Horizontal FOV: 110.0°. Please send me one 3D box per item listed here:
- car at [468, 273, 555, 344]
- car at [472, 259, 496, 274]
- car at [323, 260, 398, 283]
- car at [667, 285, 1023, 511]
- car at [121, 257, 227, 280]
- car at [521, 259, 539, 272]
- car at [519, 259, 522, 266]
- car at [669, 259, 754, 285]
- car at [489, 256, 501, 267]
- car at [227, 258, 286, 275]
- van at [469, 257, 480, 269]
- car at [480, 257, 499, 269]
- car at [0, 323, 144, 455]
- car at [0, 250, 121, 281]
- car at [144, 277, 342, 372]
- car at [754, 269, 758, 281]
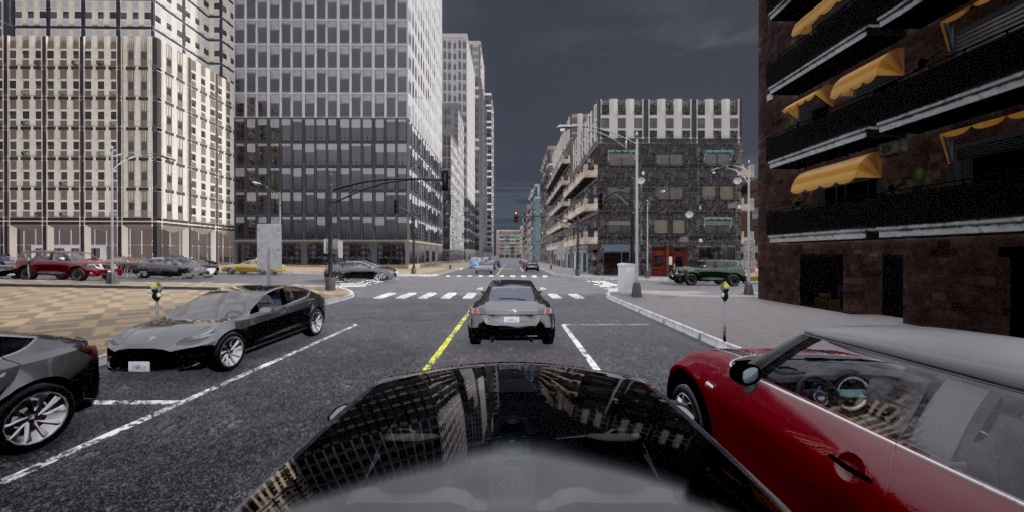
[{"bbox_3d":[-0.013,1.313,9.583,1.994,1.385,4.181,0,0,0],"label":"car"},{"bbox_3d":[-3.186,1.353,41.898,1.895,1.301,4.718,0,0,0],"label":"car"},{"bbox_3d":[-10.641,1.074,25.391,4.902,1.511,2.128,1,0,-8],"label":"car"},{"bbox_3d":[2.693,1.190,2.427,1.967,1.591,4.097,0,0,0],"label":"car"},{"bbox_3d":[-23.240,0.839,24.819,4.902,1.511,2.128,1,0,-1],"label":"car"},{"bbox_3d":[2.593,1.319,47.317,1.948,1.339,4.313,0,0,0],"label":"car"},{"bbox_3d":[2.570,1.301,57.284,1.888,1.381,4.507,0,0,0],"label":"car"},{"bbox_3d":[15.524,1.289,28.542,5.566,2.045,2.150,1,0,-1],"label":"car"},{"bbox_3d":[-3.196,0.979,63.571,2.150,2.045,5.566,0,0,0],"label":"car"},{"bbox_3d":[-22.105,0.880,30.715,4.829,1.417,1.751,0,0,-1],"label":"car"},{"bbox_3d":[-5.810,1.096,57.264,1.690,1.789,3.998,0,0,0],"label":"van"},{"bbox_3d":[-3.204,1.259,51.888,1.837,1.490,4.892,0,0,0],"label":"car"},{"bbox_3d":[-5.688,1.316,2.407,1.948,1.339,4.313,0,0,0],"label":"car"},{"bbox_3d":[-27.428,0.590,22.173,5.009,1.841,2.192,0,0,-1],"label":"car"},{"bbox_3d":[-5.700,1.315,7.653,1.948,1.339,4.313,0,0,0],"label":"car"},{"bbox_3d":[21.303,1.697,31.215,4.829,1.417,1.751,0,0,-1],"label":"car"}]
